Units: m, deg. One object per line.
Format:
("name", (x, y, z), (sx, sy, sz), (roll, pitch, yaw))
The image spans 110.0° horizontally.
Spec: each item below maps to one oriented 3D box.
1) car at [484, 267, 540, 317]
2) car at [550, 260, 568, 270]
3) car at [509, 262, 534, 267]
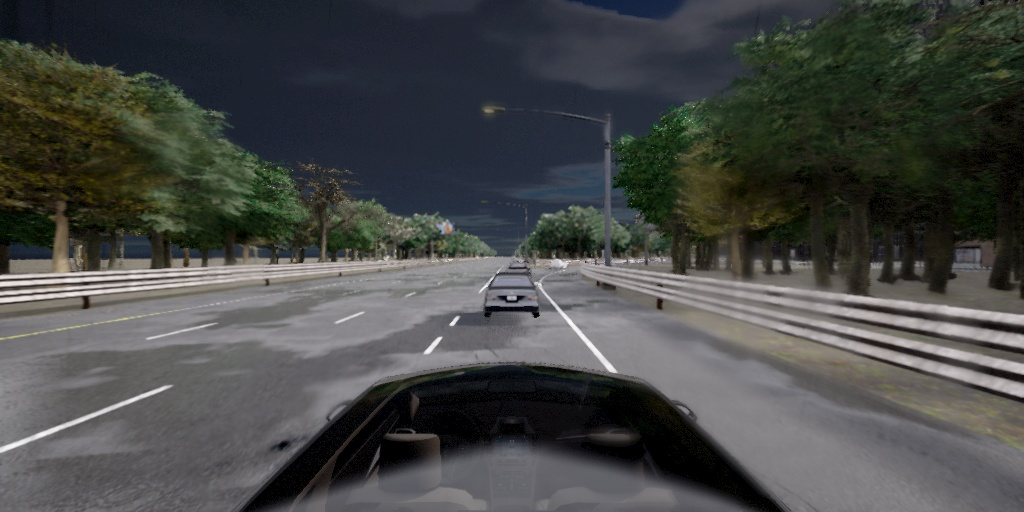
("car", (-0.003, 1.291, 13.156), (2.033, 1.411, 5.357), (0, 0, 0))
("car", (6.846, 1.245, 52.198), (1.812, 1.442, 4.674), (0, 0, 23))
("car", (0.683, 1.226, 29.057), (2.128, 1.511, 4.902), (0, 0, 7))
